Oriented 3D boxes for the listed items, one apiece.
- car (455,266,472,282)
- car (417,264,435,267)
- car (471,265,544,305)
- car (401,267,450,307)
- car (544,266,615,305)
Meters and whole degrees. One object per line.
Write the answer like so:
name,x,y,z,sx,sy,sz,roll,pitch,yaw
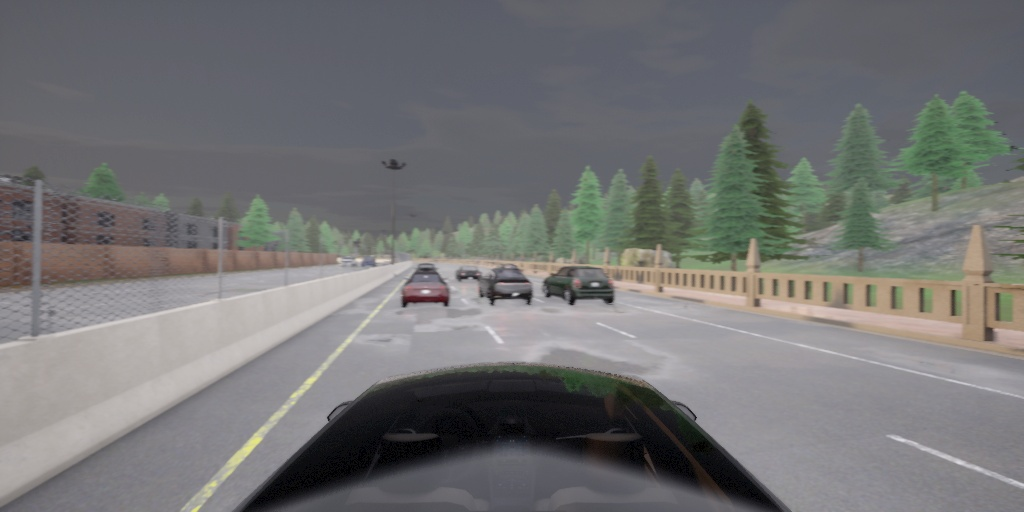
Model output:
car,-3.853,1.516,31.120,1.895,1.301,4.718,1,0,-13
car,-7.300,1.373,30.503,1.837,1.490,4.892,1,0,-13
car,-0.415,1.347,16.717,2.128,1.511,4.902,1,0,-13
car,-3.818,1.368,15.911,1.994,1.385,4.181,1,0,-14
car,3.040,1.254,17.319,2.097,1.767,4.553,1,-1,-13
